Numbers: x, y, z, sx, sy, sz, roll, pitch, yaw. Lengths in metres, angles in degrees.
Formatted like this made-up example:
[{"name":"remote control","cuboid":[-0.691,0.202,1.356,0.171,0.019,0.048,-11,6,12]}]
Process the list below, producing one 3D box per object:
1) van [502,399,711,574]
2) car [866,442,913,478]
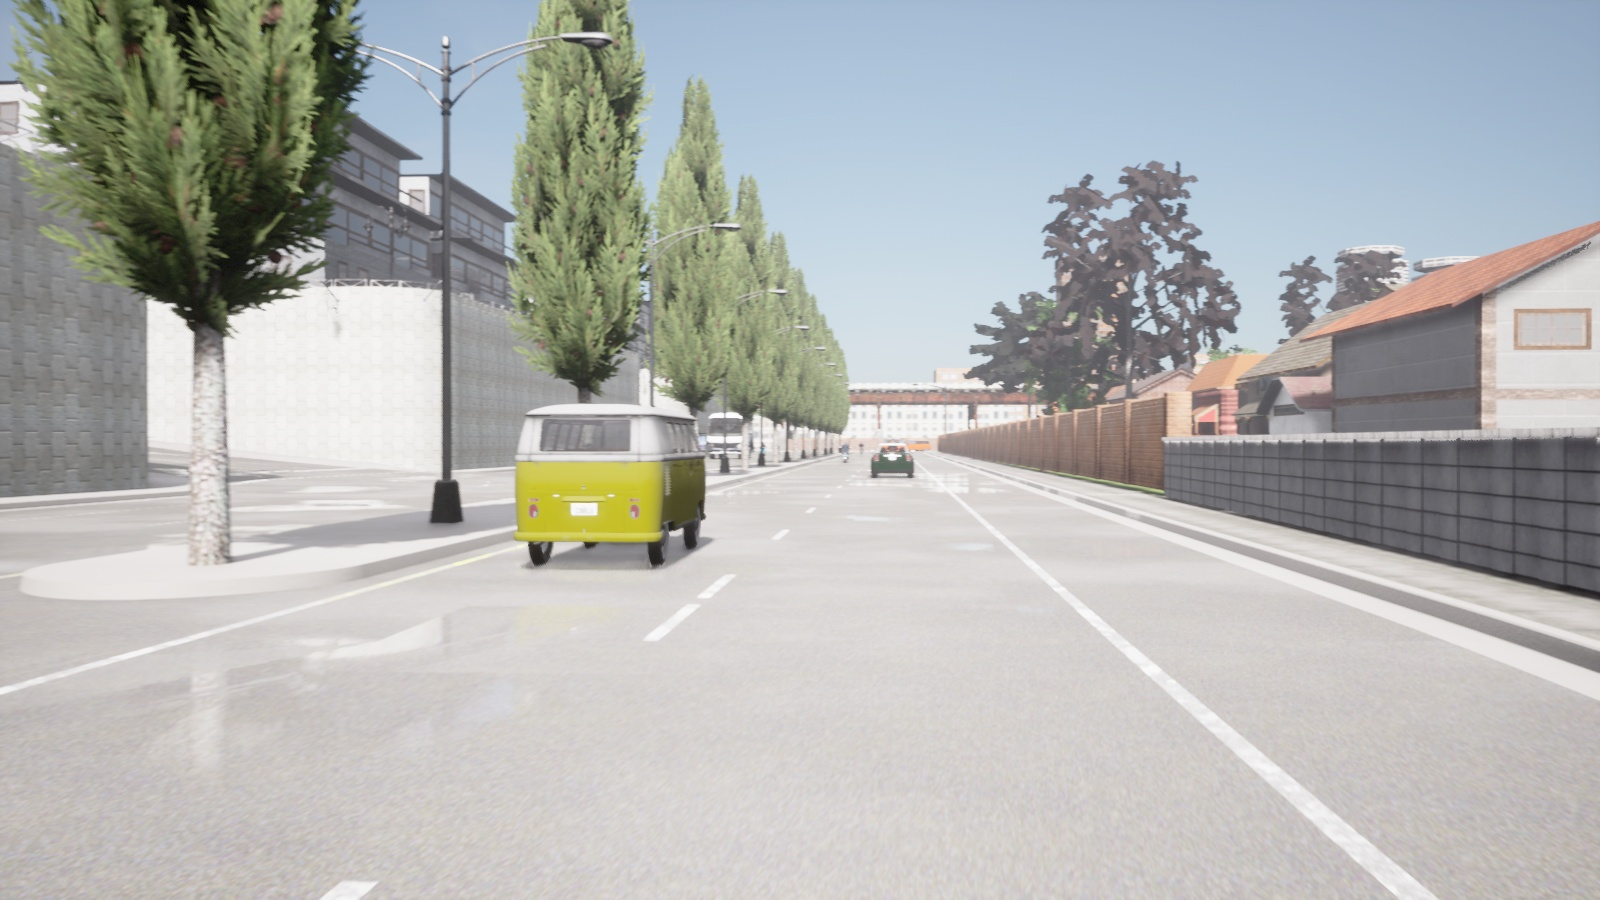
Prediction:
[{"name":"van","cuboid":[-2.375,0.402,16.567,1.775,1.987,4.442,0,0,4]},{"name":"car","cuboid":[3.926,0.408,54.799,1.970,1.475,3.806,0,0,4]}]
